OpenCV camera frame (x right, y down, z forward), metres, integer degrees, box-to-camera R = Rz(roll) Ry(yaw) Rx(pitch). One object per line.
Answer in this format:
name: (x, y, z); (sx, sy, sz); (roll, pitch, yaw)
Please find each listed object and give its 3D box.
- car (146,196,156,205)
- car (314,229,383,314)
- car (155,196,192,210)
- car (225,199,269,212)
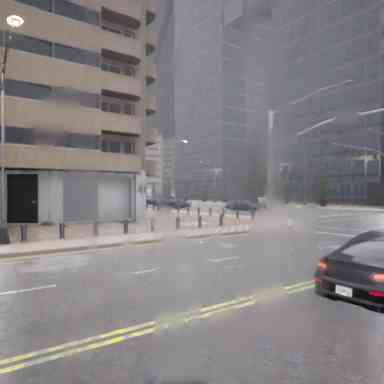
car: (-5.653, 1.429, 53.407); (2.128, 1.511, 4.902); (0, 0, -35)
car: (4.474, 1.524, 7.004); (4.674, 1.442, 1.812); (0, 0, -35)
car: (-2.188, 1.486, 42.357); (2.033, 1.411, 5.357); (0, 0, -35)
car: (6.021, 1.484, 36.822); (2.033, 1.411, 5.357); (0, 0, -36)
